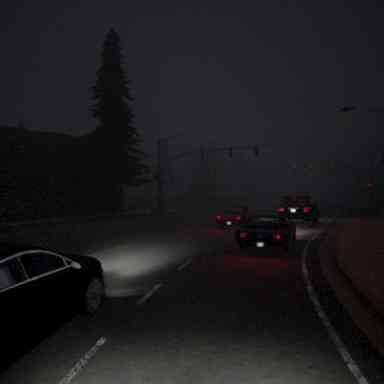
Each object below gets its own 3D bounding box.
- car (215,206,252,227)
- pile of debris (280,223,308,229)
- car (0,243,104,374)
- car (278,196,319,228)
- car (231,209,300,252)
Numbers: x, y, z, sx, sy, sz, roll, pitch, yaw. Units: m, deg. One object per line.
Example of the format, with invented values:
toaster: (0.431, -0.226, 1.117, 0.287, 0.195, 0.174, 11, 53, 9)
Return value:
car: (3.216, 1.623, 22.379, 1.895, 1.301, 4.718, 0, 0, 26)
pile of debris: (6.746, 2.217, 21.959, 1.500, 0.140, 1.860, 0, 0, 26)
car: (-2.842, 1.476, 4.697, 2.128, 1.511, 4.902, 0, 0, 7)
car: (7.467, 1.268, 23.143, 2.150, 2.045, 5.566, 0, 0, 26)
car: (3.288, 1.622, 14.084, 1.895, 1.301, 4.718, 0, 0, 22)
